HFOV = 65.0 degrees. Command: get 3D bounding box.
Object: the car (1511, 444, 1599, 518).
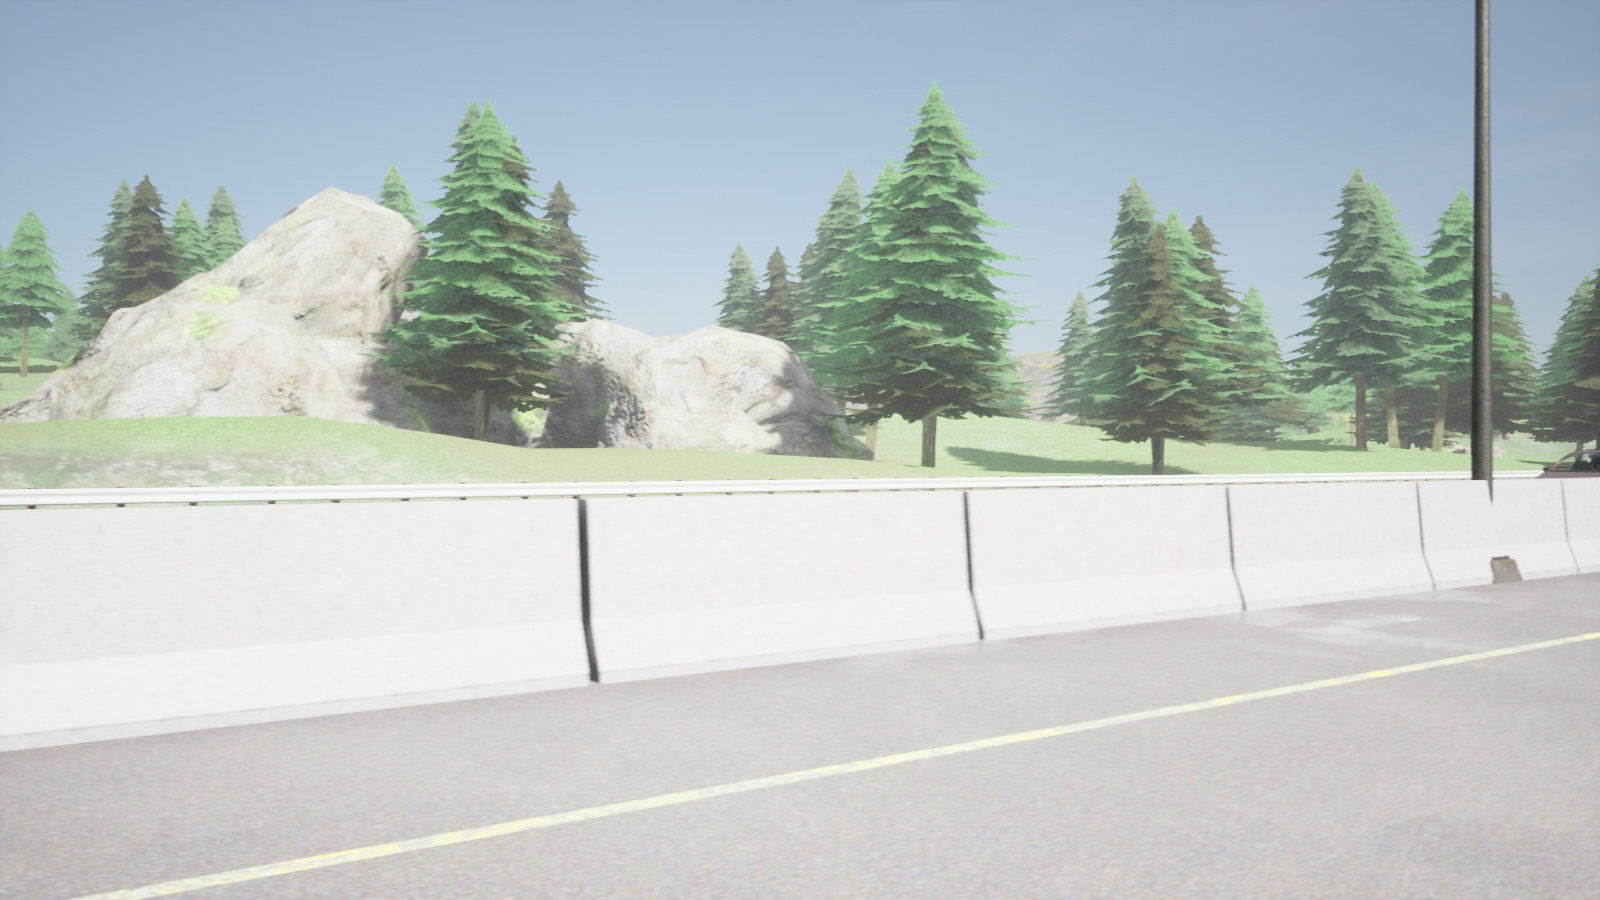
[{"bbox_3d":[18.582,0.676,29.385,3.988,1.617,1.851,0,0,-35],"label":"car"}]
